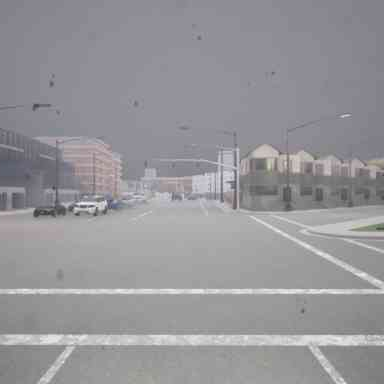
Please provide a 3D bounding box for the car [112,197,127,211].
[{"bbox_3d":[-10.631,1.675,45.052,1.882,1.535,5.008,0,0,0],"label":"car"}]

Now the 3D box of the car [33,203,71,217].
[{"bbox_3d":[-14.125,1.751,33.308,1.994,1.385,4.181,0,0,0],"label":"car"}]

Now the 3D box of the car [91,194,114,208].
[{"bbox_3d":[-14.131,1.341,52.724,2.150,2.045,5.566,0,1,0],"label":"car"}]

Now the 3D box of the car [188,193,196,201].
[{"bbox_3d":[-0.058,1.419,77.792,1.895,1.301,4.718,0,-1,0],"label":"car"}]

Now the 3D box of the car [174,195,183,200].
[{"bbox_3d":[-3.566,1.477,87.771,2.128,1.511,4.902,0,-2,0],"label":"car"}]

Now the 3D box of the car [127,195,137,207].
[{"bbox_3d":[-10.631,1.624,54.136,1.812,1.442,4.674,0,1,0],"label":"car"}]

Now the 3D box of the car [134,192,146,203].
[{"bbox_3d":[-10.575,1.102,66.527,2.150,2.045,5.566,0,1,0],"label":"car"}]

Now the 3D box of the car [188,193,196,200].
[{"bbox_3d":[-0.066,1.138,87.751,2.097,1.767,4.553,0,-2,0],"label":"car"}]

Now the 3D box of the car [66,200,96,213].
[{"bbox_3d":[-14.131,1.762,42.543,2.033,1.411,5.357,0,0,0],"label":"car"}]

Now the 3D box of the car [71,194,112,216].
[{"bbox_3d":[-10.625,1.418,35.315,2.150,2.045,5.566,0,0,1],"label":"car"}]

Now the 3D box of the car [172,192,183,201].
[{"bbox_3d":[-3.557,1.050,77.078,2.150,2.045,5.566,0,0,0],"label":"car"}]
